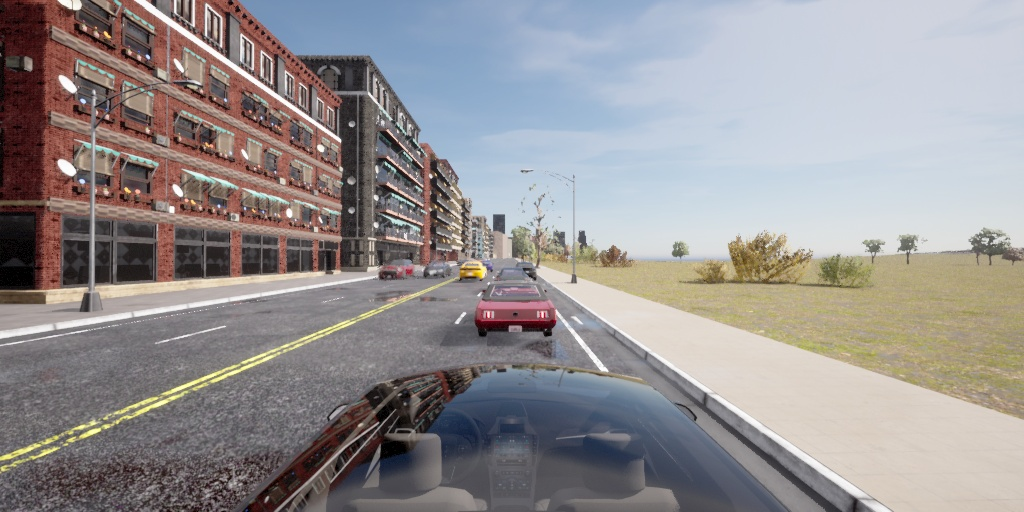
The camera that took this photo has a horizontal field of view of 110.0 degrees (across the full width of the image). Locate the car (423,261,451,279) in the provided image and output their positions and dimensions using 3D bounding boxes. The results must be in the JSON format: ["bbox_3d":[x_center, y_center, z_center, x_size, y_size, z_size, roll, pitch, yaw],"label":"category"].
[{"bbox_3d":[-6.692,1.245,32.458,2.128,1.511,4.902,0,0,0],"label":"car"}]

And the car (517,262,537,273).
[{"bbox_3d":[1.053,1.259,30.306,1.837,1.490,4.892,0,0,0],"label":"car"}]

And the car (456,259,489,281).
[{"bbox_3d":[-3.234,1.231,30.181,1.882,1.535,5.008,0,0,0],"label":"car"}]

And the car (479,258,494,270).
[{"bbox_3d":[-3.277,1.279,45.229,1.812,1.442,4.674,0,0,0],"label":"car"}]

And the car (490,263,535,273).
[{"bbox_3d":[0.037,1.317,20.312,1.994,1.385,4.181,0,0,0],"label":"car"}]

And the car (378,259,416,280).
[{"bbox_3d":[-9.938,1.105,31.218,2.097,1.767,4.553,0,0,0],"label":"car"}]

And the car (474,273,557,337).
[{"bbox_3d":[0.076,1.352,10.282,1.895,1.301,4.718,0,0,0],"label":"car"}]
